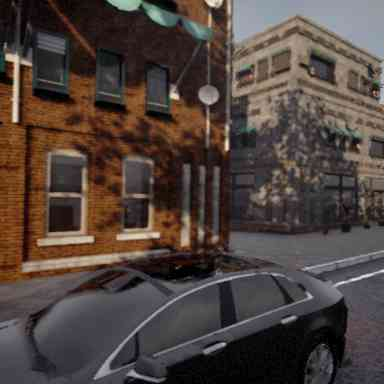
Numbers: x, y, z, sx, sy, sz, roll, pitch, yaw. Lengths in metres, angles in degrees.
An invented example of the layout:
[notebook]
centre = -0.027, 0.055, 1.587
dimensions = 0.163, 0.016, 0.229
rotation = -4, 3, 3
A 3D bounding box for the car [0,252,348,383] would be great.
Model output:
[car]
centre = -0.278, 1.509, 3.502
dimensions = 4.892, 1.490, 1.837
rotation = 0, 0, -36
